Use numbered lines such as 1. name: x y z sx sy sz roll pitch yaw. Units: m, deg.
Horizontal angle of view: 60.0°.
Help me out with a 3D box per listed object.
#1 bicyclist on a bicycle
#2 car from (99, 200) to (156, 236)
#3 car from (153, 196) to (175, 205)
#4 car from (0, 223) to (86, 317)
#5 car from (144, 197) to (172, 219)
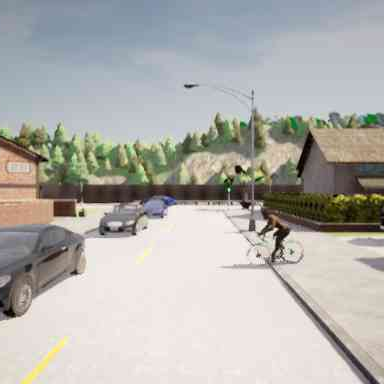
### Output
1. bicyclist on a bicycle: 2.378 1.333 9.667 1.656 1.620 0.582 -5 0 2
2. car: -3.503 1.407 17.807 2.128 1.511 4.902 0 0 2
3. car: -4.827 1.259 46.423 5.008 1.535 1.882 0 0 27
4. car: -3.871 1.488 7.543 1.812 1.442 4.674 0 0 2
5. car: -3.066 1.400 27.724 1.812 1.442 4.674 0 0 2
